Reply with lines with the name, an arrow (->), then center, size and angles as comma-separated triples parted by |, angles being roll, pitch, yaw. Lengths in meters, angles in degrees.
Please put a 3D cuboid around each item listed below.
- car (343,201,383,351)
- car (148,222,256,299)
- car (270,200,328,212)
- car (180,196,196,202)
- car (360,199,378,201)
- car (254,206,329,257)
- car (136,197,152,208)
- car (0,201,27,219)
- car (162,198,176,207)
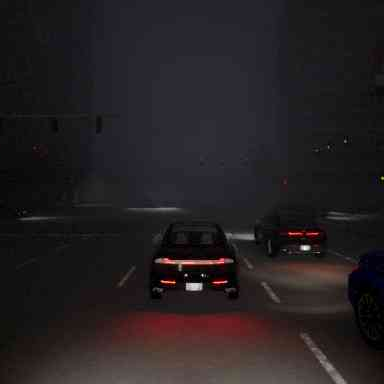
car -> 3.606, 1.221, 3.049 | 2.150, 2.045, 5.566 | 0, 0, 0
car -> 0.066, 1.492, 8.413 | 2.128, 1.511, 4.902 | 0, 0, 1
car -> 9.110, 1.505, 28.432 | 4.892, 1.490, 1.837 | 0, 0, 0
car -> -1.018, 1.566, 73.312 | 1.895, 1.301, 4.718 | 0, 0, -27
car -> 18.678, 1.526, 35.673 | 4.674, 1.442, 1.812 | 0, 0, 0
car -> 3.616, 1.505, 12.880 | 1.837, 1.490, 4.892 | 0, 0, 1
car -> -7.010, 1.505, 48.730 | 1.837, 1.490, 4.892 | 0, 0, 0
car -> -16.705, 1.504, 28.323 | 4.892, 1.490, 1.837 | 0, 0, 0
car -> -3.494, 1.601, 51.363 | 1.895, 1.301, 4.718 | 0, 0, 1
